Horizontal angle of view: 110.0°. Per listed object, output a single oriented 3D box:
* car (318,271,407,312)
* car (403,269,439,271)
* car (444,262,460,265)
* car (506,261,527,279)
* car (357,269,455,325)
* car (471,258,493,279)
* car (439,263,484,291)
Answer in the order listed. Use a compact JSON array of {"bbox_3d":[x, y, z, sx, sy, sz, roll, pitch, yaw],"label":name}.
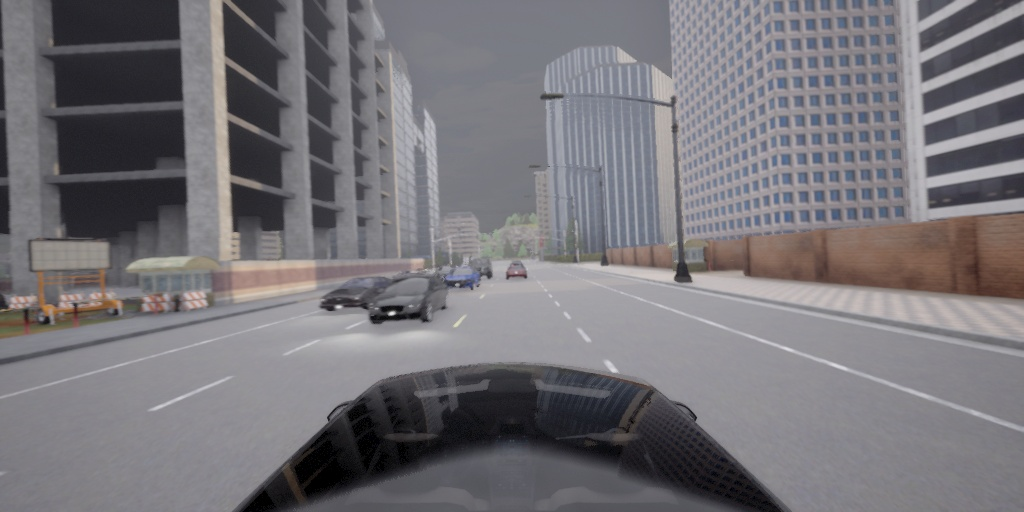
[{"bbox_3d":[-6.982,1.689,17.142,2.033,1.411,5.357,-3,0,1],"label":"car"},{"bbox_3d":[-6.777,1.665,24.278,2.128,1.511,4.902,-3,0,1],"label":"car"},{"bbox_3d":[-6.592,1.693,36.459,1.882,1.535,5.008,-3,0,1],"label":"car"},{"bbox_3d":[0.433,1.423,34.250,1.994,1.385,4.181,-3,0,2],"label":"car"},{"bbox_3d":[-3.549,1.467,13.094,1.837,1.490,4.892,-3,0,1],"label":"car"},{"bbox_3d":[-3.118,1.246,36.106,2.150,2.045,5.566,-3,0,1],"label":"car"},{"bbox_3d":[-3.282,1.477,24.225,1.882,1.535,5.008,-3,0,1],"label":"car"}]
